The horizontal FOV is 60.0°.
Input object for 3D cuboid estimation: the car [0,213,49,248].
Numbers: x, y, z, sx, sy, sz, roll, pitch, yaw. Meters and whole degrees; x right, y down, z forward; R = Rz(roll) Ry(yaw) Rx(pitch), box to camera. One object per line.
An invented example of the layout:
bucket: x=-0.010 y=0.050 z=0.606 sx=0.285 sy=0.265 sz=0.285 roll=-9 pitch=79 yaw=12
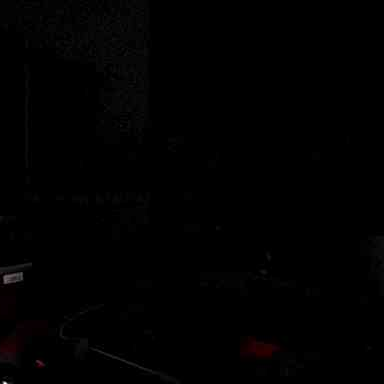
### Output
car: x=-4.500 y=1.315 z=6.156 sx=5.009 sy=1.841 sz=2.192 roll=0 pitch=0 yaw=35

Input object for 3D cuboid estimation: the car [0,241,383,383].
car: x=-0.066 y=1.440 z=3.007 sx=4.097 sy=1.590 sz=1.967 roll=0 pitch=0 yaw=35
